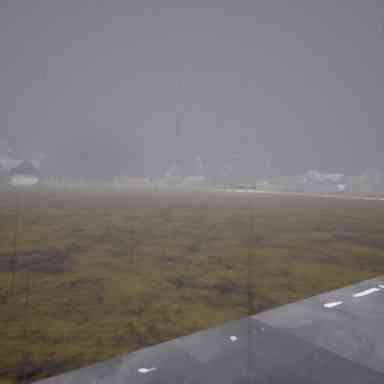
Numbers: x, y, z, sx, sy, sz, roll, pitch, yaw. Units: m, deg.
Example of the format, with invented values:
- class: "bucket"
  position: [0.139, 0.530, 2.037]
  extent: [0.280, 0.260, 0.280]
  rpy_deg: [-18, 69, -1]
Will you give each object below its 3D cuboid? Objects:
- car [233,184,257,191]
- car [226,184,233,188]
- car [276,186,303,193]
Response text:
- class: "car"
  position: [11.486, -1.014, 70.083]
  extent: [1.895, 1.301, 4.718]
  rpy_deg: [1, 2, -35]
- class: "car"
  position: [10.178, -1.235, 76.750]
  extent: [2.033, 1.411, 5.357]
  rpy_deg: [1, 2, -35]
- class: "car"
  position: [18.795, -0.527, 64.431]
  extent: [2.033, 1.411, 5.357]
  rpy_deg: [1, 2, -35]
